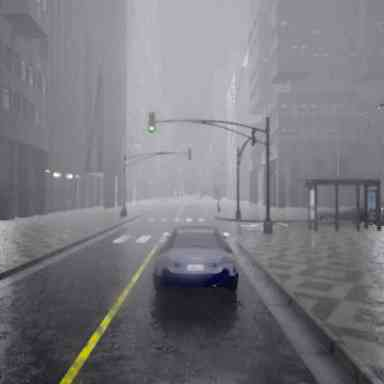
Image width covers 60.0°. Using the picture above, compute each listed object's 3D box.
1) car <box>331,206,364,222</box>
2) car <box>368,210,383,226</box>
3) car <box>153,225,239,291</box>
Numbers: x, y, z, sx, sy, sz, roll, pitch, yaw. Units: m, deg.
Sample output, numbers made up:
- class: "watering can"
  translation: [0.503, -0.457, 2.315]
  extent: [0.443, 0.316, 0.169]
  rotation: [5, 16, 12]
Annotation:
- class: "car"
  translation: [11.051, 1.649, 24.143]
  extent: [4.718, 1.301, 1.895]
  rotation: [0, -1, 0]
- class: "car"
  translation: [13.808, 1.538, 20.915]
  extent: [4.181, 1.385, 1.994]
  rotation: [0, -1, 0]
- class: "car"
  translation: [0.111, 1.603, 9.149]
  extent: [1.994, 1.385, 4.181]
  rotation: [0, 0, 1]
